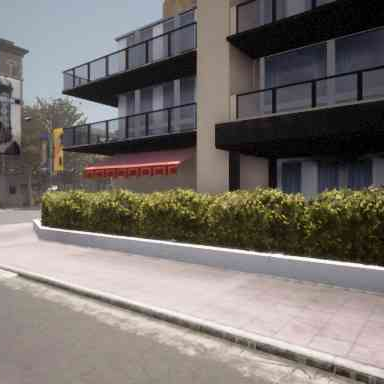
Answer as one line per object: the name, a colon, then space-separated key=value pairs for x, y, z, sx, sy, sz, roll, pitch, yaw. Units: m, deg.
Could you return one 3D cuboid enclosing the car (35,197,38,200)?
car: x=-34.518 y=1.481 z=68.376 sx=4.892 sy=1.521 sz=2.231 roll=0 pitch=0 yaw=37
